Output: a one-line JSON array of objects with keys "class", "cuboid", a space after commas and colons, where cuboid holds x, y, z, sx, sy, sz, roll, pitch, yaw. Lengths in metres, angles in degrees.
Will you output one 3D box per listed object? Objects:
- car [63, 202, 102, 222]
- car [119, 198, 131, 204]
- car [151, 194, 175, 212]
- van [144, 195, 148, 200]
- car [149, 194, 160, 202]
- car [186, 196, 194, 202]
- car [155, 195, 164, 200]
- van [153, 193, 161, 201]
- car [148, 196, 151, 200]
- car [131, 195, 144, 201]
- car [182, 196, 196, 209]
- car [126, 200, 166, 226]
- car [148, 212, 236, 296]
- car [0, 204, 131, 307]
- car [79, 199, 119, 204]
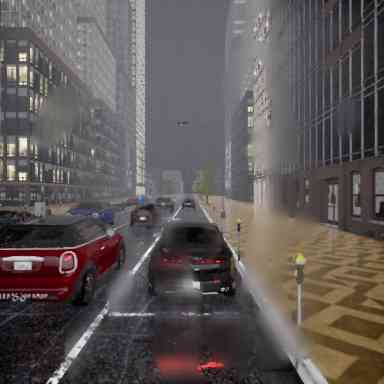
[{"class": "car", "cuboid": [-8.832, 1.575, 27.183, 1.802, 1.307, 4.206, 0, 0, 0]}, {"class": "car", "cuboid": [-8.833, 1.537, 38.569, 2.008, 1.369, 4.403, 0, 0, 0]}, {"class": "car", "cuboid": [-3.047, 1.338, 37.349, 2.097, 1.767, 4.553, 0, 0, 0]}, {"class": "van", "cuboid": [-8.832, 1.315, 55.645, 1.690, 1.788, 3.998, 0, 0, 0]}, {"class": "car", "cuboid": [-8.832, 1.391, 78.413, 1.967, 1.590, 4.097, 0, 0, 0]}, {"class": "car", "cuboid": [-0.452, 1.533, 78.399, 1.802, 1.307, 4.206, 0, 0, 0]}, {"class": "car", "cuboid": [-8.832, 1.504, 89.799, 1.947, 1.339, 4.313, 0, 0, 0]}, {"class": "van", "cuboid": [-8.831, 1.286, 84.106, 1.690, 1.788, 3.998, 0, 0, 0]}, {"class": "car", "cuboid": [-8.833, 1.550, 61.338, 1.802, 1.307, 4.206, 0, 0, 0]}, {"class": "car", "cuboid": [-8.833, 1.523, 49.953, 1.887, 1.381, 4.507, 0, 0, 0]}, {"class": "car", "cuboid": [-0.452, 1.548, 44.248, 1.947, 1.339, 4.313, 0, 0, 0]}, {"class": "car", "cuboid": [-3.147, 1.520, 23.512, 1.812, 1.442, 4.674, 0, 0, 0]}, {"class": "car", "cuboid": [0.000, 1.503, 8.649, 1.837, 1.490, 4.892, 0, 0, 0]}, {"class": "car", "cuboid": [-3.047, 1.352, 8.129, 2.097, 1.767, 4.553, 0, 0, 0]}, {"class": "car", "cuboid": [-6.246, 1.348, 20.628, 2.097, 1.767, 4.553, 0, 0, 0]}]
